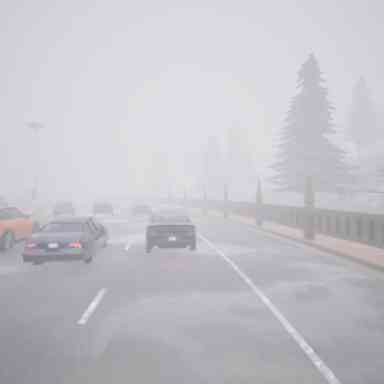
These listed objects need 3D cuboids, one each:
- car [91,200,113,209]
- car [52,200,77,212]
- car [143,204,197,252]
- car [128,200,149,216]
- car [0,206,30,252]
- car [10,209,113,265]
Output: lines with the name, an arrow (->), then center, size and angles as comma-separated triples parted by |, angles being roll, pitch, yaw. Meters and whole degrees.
car -> -8.963, 1.491, 33.225 | 1.882, 1.535, 5.008 | 0, 0, -18
car -> -12.139, 1.509, 31.697 | 2.128, 1.511, 4.902 | 0, 0, -18
car -> -0.995, 1.480, 14.064 | 1.882, 1.535, 5.008 | 0, 0, -7
car -> -5.155, 1.534, 32.732 | 1.812, 1.442, 4.674 | 0, 0, -17
car -> -8.047, 1.364, 13.865 | 2.097, 1.767, 4.553 | 0, 0, -8
car -> -4.181, 1.554, 11.811 | 2.033, 1.411, 5.357 | 0, 0, -7
